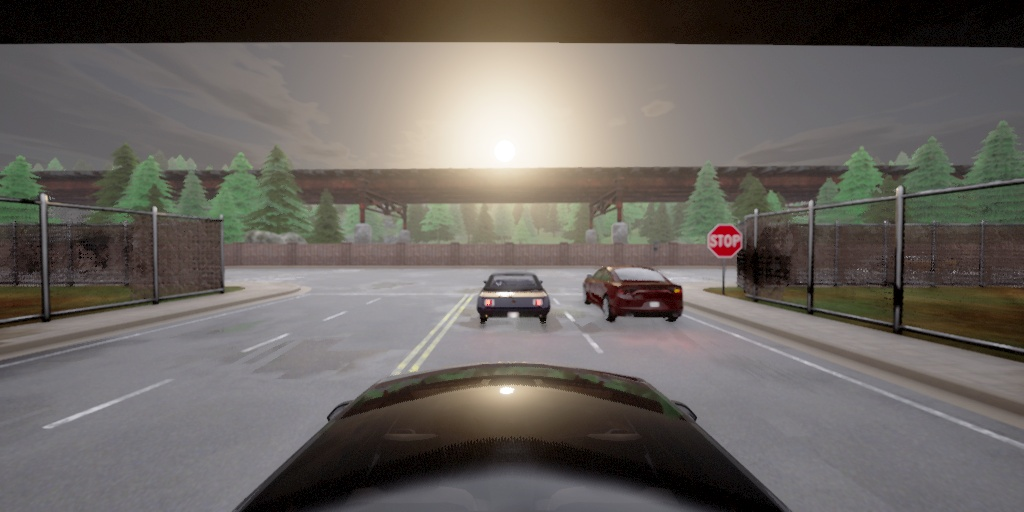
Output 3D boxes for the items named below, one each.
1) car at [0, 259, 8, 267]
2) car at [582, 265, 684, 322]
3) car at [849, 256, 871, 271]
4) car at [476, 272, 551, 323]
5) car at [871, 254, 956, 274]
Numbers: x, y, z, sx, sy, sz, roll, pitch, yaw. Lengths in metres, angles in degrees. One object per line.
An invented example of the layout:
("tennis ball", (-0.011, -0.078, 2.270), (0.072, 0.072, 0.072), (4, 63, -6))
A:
("car", (-49.760, 0.594, 32.771), (5.357, 1.411, 2.033), (0, 1, 0))
("car", (3.534, 1.013, 11.364), (1.882, 1.535, 5.008), (0, 1, 0))
("car", (33.670, 0.585, 32.883), (4.674, 1.442, 1.812), (0, 1, 0))
("car", (0.034, 1.139, 11.167), (1.895, 1.301, 4.718), (0, 1, 0))
("car", (33.155, 0.615, 29.395), (5.008, 1.535, 1.882), (0, 1, 0))
